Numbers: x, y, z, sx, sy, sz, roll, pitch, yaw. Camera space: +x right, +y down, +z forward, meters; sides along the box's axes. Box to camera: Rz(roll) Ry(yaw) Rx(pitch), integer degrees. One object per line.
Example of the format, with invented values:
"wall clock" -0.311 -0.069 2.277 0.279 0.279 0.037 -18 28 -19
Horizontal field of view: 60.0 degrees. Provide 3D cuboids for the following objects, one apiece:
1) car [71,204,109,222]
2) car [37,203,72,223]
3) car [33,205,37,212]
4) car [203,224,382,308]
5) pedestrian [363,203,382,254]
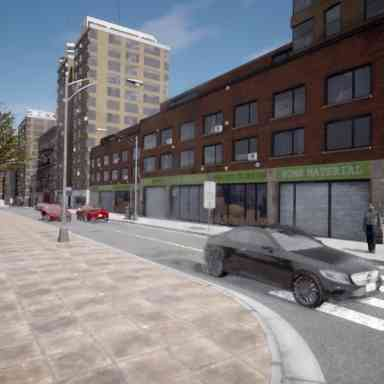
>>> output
"car" -9.202 1.891 30.493 1.882 1.535 5.008 1 -2 -34
"car" -12.063 1.845 29.485 1.882 1.535 5.008 1 -2 -33
"car" -23.001 2.381 51.237 1.812 1.442 4.674 1 -2 -34
"car" 2.081 1.555 8.204 1.812 1.442 4.674 1 -1 -34
"pedestrian" 6.528 1.294 12.108 0.375 1.860 0.375 1 0 -34
